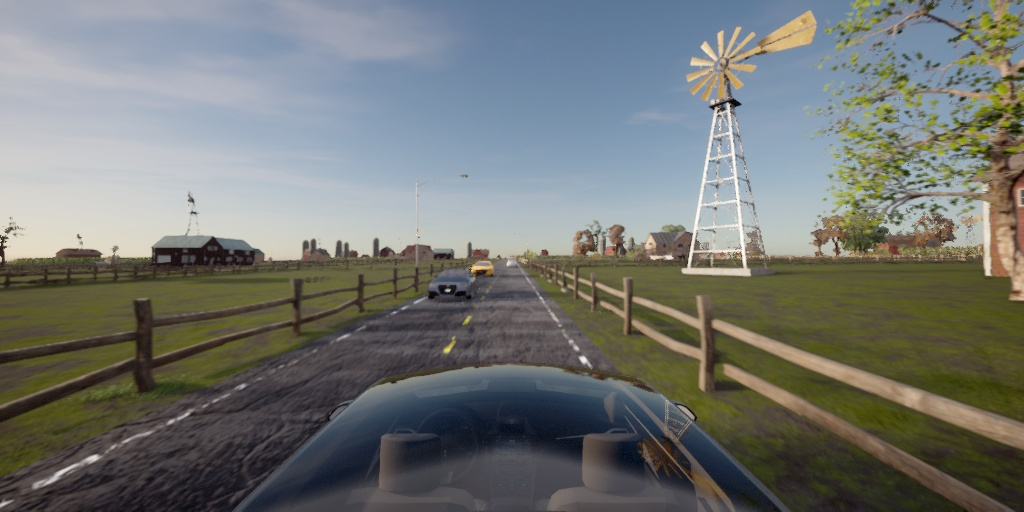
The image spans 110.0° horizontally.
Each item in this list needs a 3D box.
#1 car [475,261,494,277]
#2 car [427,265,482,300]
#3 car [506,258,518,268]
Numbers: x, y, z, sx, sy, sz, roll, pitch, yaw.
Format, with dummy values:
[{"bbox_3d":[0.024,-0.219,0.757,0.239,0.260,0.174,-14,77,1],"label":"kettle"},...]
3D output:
[{"bbox_3d":[-2.760,1.227,34.970,1.882,1.535,5.008,0,0,0],"label":"car"},{"bbox_3d":[-2.790,1.311,17.615,1.994,1.385,4.181,0,0,1],"label":"car"},{"bbox_3d":[-0.013,1.274,61.150,1.812,1.442,4.674,0,0,0],"label":"car"}]
